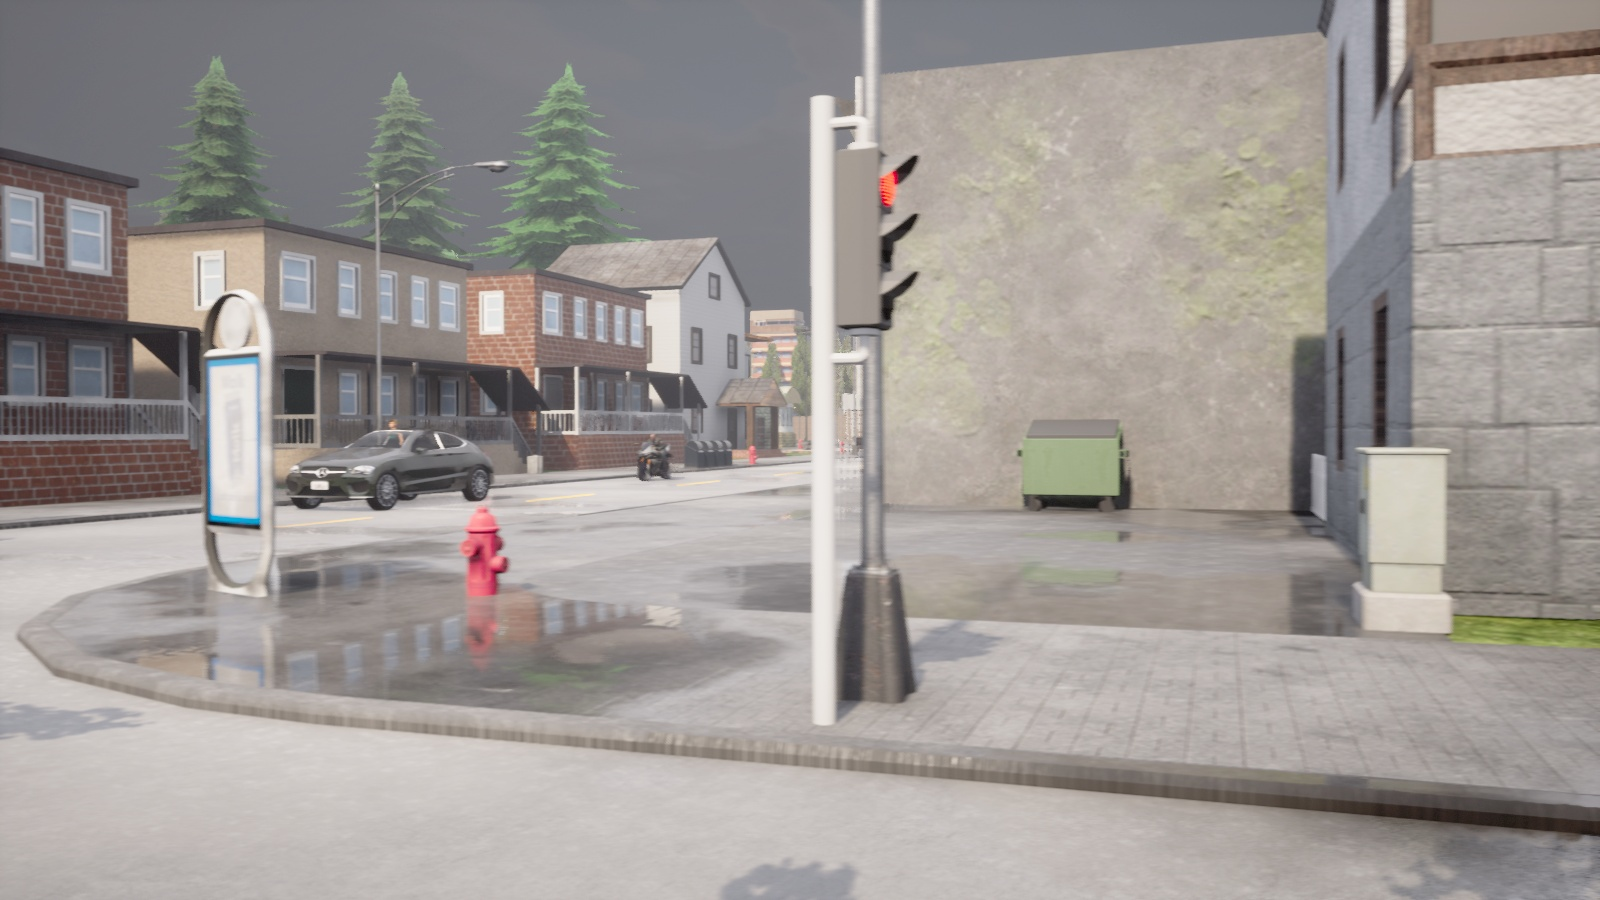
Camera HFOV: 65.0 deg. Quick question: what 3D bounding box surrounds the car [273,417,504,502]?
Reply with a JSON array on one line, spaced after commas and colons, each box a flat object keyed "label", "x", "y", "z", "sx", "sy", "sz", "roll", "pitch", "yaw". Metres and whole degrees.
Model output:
[{"label": "car", "x": -8.663, "y": 0.140, "z": 27.012, "sx": 2.152, "sy": 1.651, "sz": 5.027, "roll": 1, "pitch": 1, "yaw": 19}]

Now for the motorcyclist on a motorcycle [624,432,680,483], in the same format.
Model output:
[{"label": "motorcyclist on a motorcycle", "x": -4.590, "y": 0.218, "z": 39.139, "sx": 0.866, "sy": 1.530, "sz": 2.191, "roll": 1, "pitch": 1, "yaw": 19}]
